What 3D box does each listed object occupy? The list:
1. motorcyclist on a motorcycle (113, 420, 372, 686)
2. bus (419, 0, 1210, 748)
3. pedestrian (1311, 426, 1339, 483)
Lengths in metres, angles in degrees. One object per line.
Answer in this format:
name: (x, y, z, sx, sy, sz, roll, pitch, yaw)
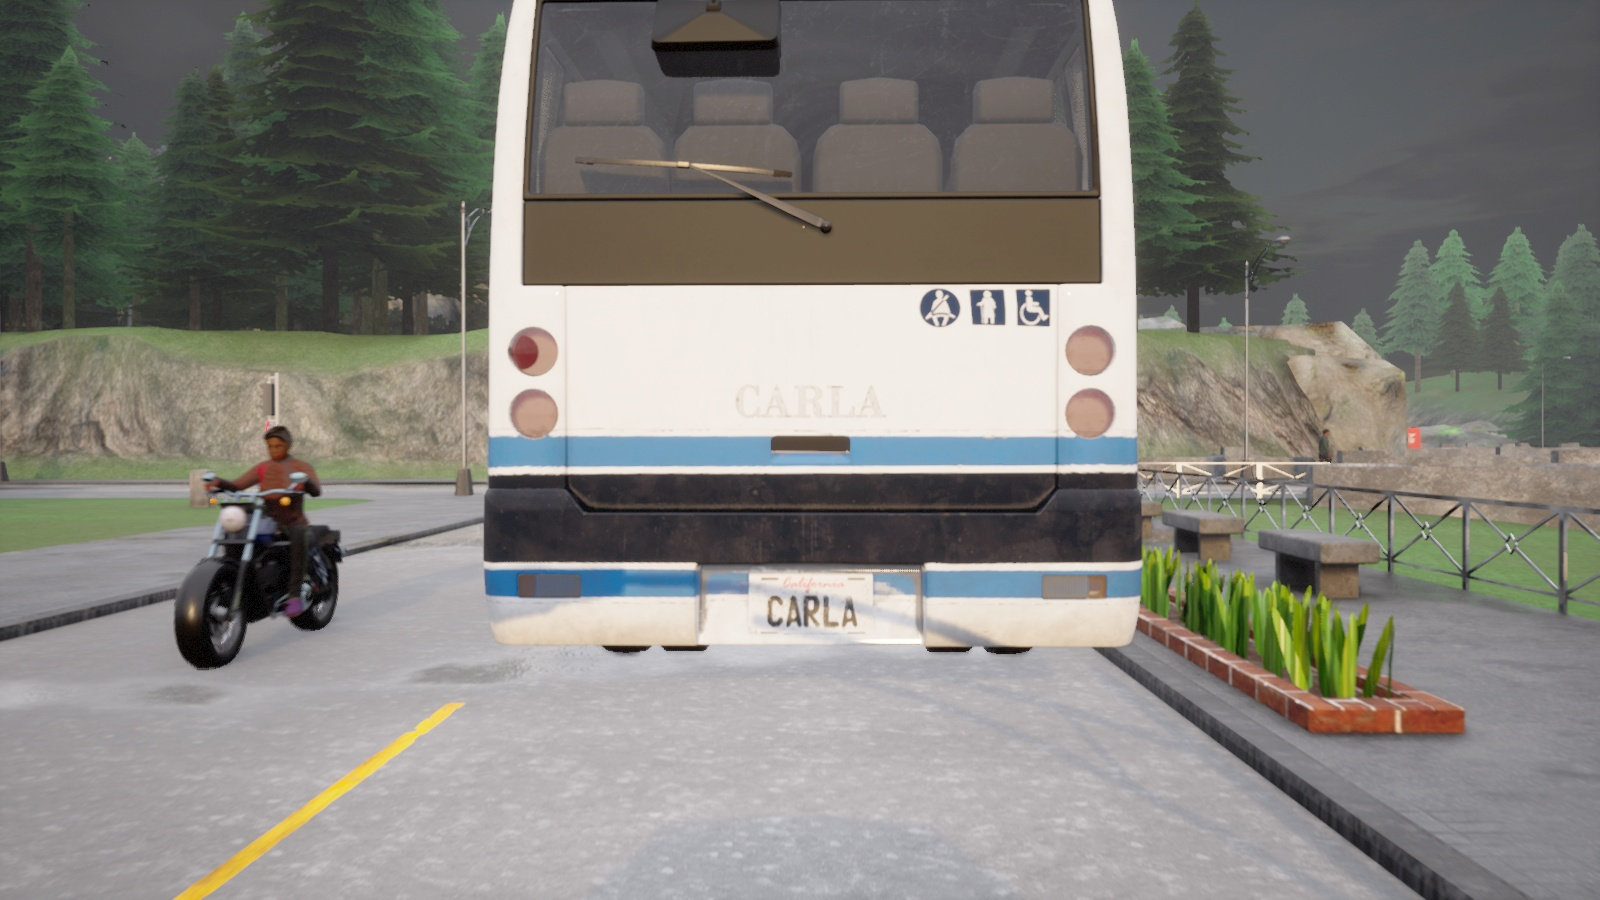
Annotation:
motorcyclist on a motorcycle: (-3.861, 0.628, 8.967, 0.766, 1.649, 2.350, 0, 1, 1)
bus: (0.179, -0.713, 11.412, 3.944, 4.253, 10.273, 0, 1, 1)
pedestrian: (18.302, 0.152, 43.800, 0.788, 1.949, 0.423, 0, 0, 1)
